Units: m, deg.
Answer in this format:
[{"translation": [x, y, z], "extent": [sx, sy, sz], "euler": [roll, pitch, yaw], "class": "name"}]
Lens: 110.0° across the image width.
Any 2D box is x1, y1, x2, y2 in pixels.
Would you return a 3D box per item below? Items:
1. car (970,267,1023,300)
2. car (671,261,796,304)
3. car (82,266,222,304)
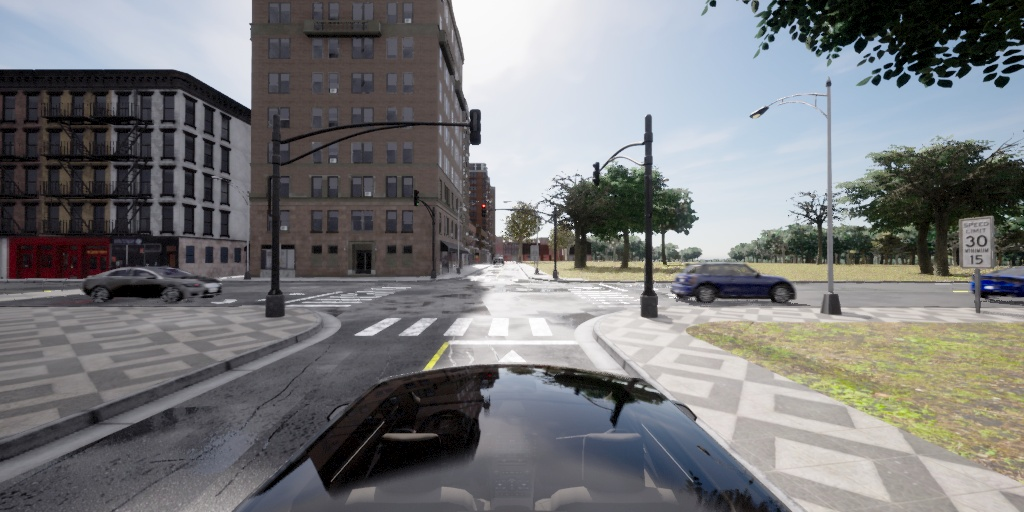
[{"translation": [23.002, 1.208, 15.417], "extent": [5.008, 1.535, 1.882], "euler": [0, -1, 0], "class": "car"}, {"translation": [9.439, 1.062, 15.420], "extent": [4.553, 1.767, 2.097], "euler": [0, -1, 0], "class": "car"}, {"translation": [-15.310, 1.198, 15.428], "extent": [4.902, 1.511, 2.128], "euler": [0, -1, 0], "class": "car"}]
